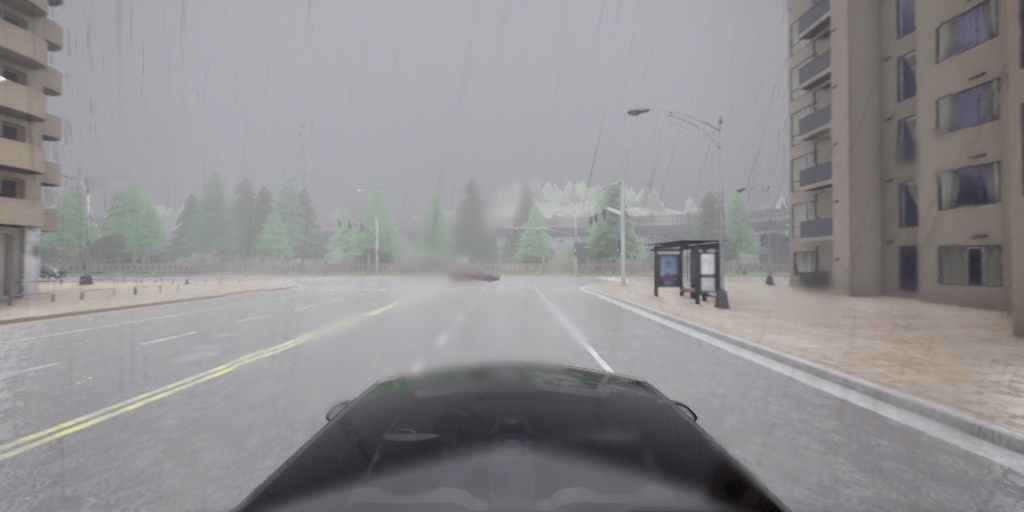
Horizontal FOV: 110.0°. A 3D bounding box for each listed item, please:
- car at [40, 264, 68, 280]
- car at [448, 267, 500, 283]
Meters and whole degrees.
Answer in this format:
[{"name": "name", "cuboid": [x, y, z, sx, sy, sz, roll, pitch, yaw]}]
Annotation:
[{"name": "car", "cuboid": [-48.115, 1.477, 35.902, 4.553, 1.767, 2.097, 0, -1, -29]}, {"name": "car", "cuboid": [-3.448, 1.736, 32.522, 4.674, 1.442, 1.812, 1, -1, 0]}]
